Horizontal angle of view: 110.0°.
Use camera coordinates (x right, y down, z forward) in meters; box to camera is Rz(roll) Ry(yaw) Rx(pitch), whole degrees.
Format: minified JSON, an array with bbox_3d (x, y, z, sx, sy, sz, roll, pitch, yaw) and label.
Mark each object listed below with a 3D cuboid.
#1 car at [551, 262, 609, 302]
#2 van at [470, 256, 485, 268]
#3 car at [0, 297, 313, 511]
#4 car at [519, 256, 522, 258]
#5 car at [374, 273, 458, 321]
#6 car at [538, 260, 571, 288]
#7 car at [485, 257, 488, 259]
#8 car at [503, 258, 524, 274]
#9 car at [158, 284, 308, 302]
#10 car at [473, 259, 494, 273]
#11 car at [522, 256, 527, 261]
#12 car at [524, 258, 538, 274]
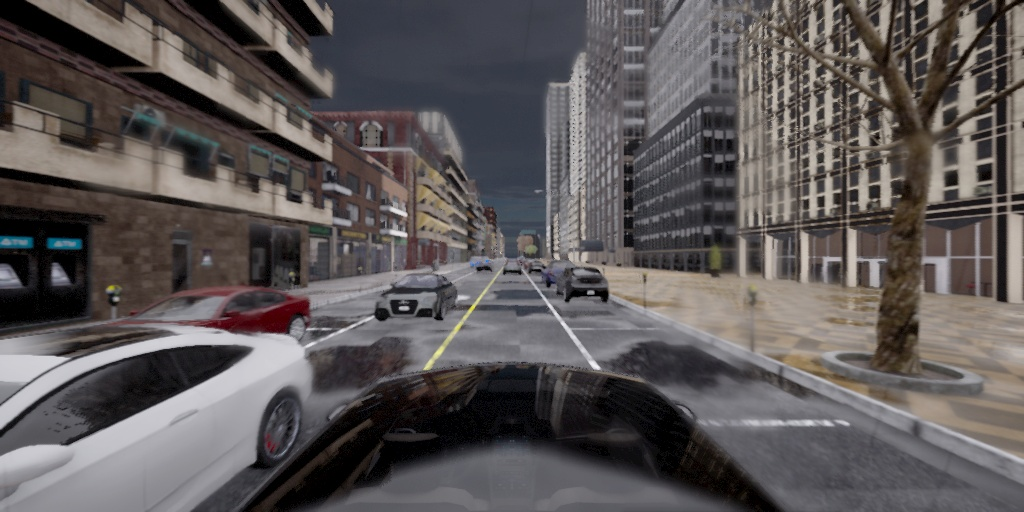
[{"bbox_3d":[3.146,1.222,16.729,1.837,1.490,4.892,0,0,0],"label":"car"},{"bbox_3d":[-5.685,1.002,56.529,1.690,1.789,3.998,0,0,0],"label":"van"},{"bbox_3d":[-3.094,1.275,2.168,1.812,1.442,4.674,0,0,0],"label":"car"},{"bbox_3d":[0.059,1.017,51.547,2.097,1.767,4.553,0,0,0],"label":"car"},{"bbox_3d":[-3.064,1.292,12.219,1.994,1.385,4.181,0,0,1],"label":"car"},{"bbox_3d":[3.114,1.058,23.699,2.097,1.767,4.553,0,0,0],"label":"car"},{"bbox_3d":[-5.685,1.200,62.052,1.888,1.381,4.507,0,0,0],"label":"car"},{"bbox_3d":[0.057,1.243,39.013,1.994,1.385,4.181,0,0,1],"label":"car"},{"bbox_3d":[-5.688,1.285,6.823,1.888,1.381,4.507,0,0,0],"label":"car"},{"bbox_3d":[-3.087,1.278,41.733,1.895,1.301,4.718,0,0,0],"label":"car"},{"bbox_3d":[2.696,1.106,51.004,1.967,1.591,4.097,0,0,0],"label":"car"},{"bbox_3d":[2.695,1.245,39.959,1.948,1.339,4.313,0,0,0],"label":"car"}]
